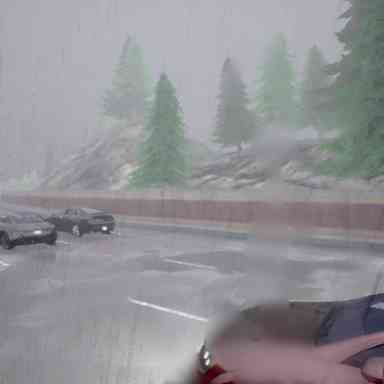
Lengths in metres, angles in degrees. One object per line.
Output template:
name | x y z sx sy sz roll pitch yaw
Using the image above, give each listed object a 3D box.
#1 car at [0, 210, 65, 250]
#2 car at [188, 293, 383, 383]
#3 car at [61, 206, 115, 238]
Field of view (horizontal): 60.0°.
car | -7.593 1.551 14.338 4.181 1.385 1.994 0 0 40
car | 2.026 1.565 2.707 4.181 1.385 1.994 0 0 34
car | -6.056 1.492 17.595 4.892 1.490 1.837 0 0 40
